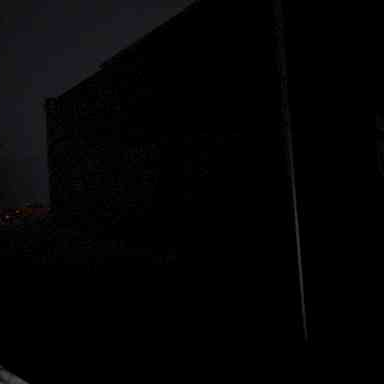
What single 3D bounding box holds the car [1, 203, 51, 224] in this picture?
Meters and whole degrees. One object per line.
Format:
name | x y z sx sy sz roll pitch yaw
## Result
car | -13.488 1.650 27.468 1.882 1.535 5.008 -4 0 8
